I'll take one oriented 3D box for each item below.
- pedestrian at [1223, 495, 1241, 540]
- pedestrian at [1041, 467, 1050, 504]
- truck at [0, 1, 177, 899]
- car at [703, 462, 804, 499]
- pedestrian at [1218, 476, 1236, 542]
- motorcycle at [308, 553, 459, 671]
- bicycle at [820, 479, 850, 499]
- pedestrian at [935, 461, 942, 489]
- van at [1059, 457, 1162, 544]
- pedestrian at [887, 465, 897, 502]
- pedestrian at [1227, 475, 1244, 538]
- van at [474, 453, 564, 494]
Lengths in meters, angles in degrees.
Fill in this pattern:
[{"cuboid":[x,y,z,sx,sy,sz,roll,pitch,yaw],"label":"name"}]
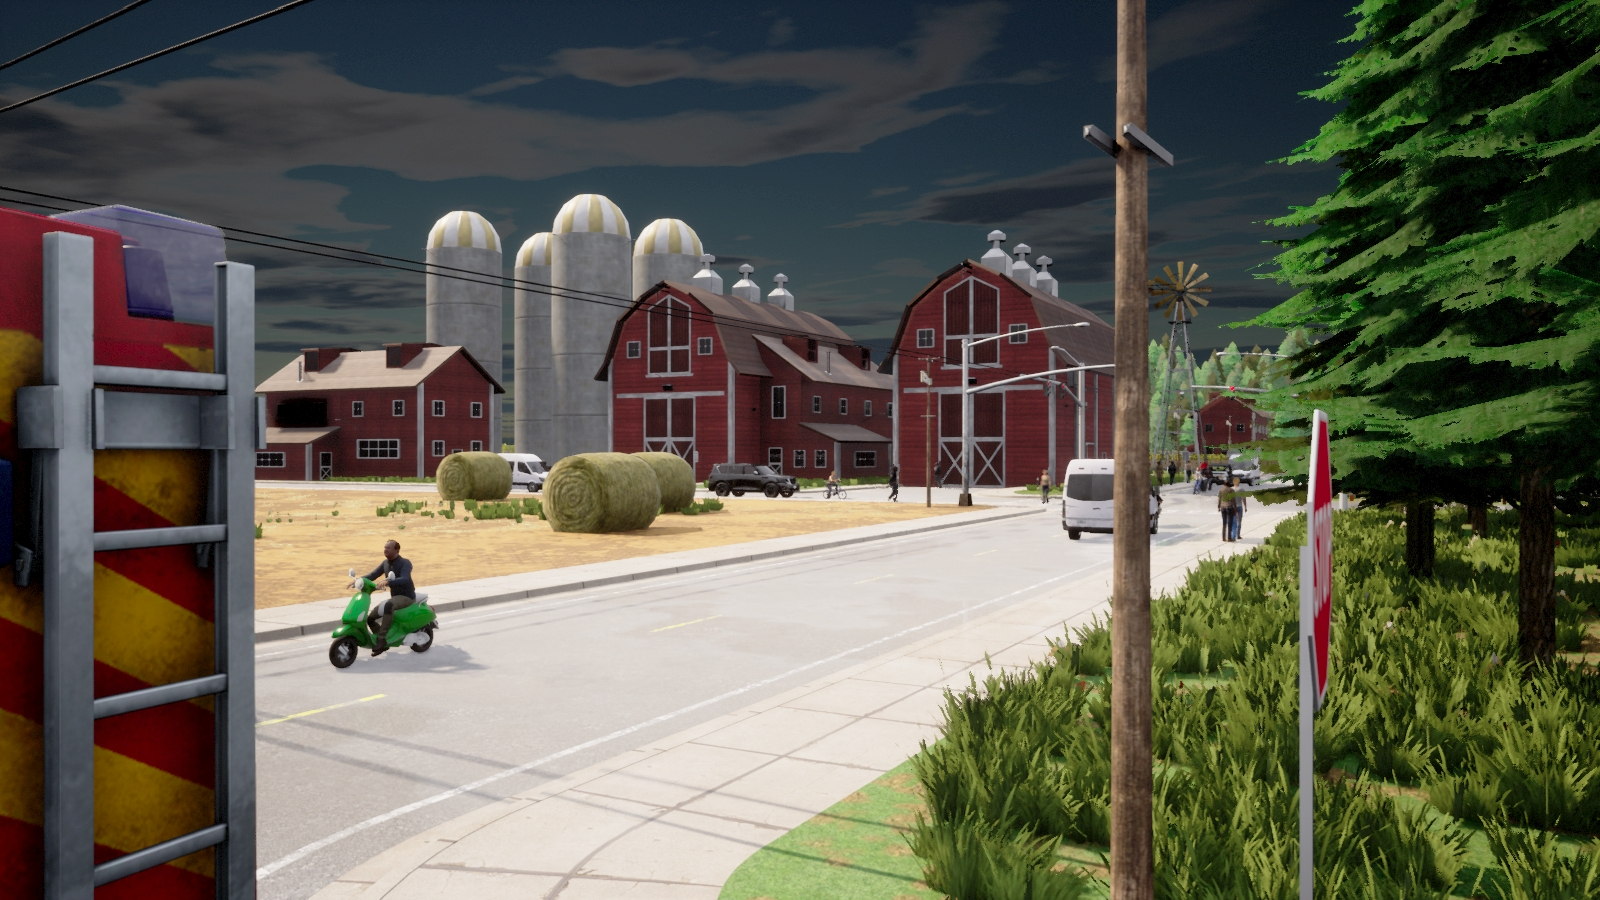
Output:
[{"cuboid":[12.727,1.977,33.658,0.375,1.300,0.375,0,0,43],"label":"pedestrian"},{"cuboid":[12.574,1.825,58.491,0.375,1.860,0.375,0,0,29],"label":"pedestrian"},{"cuboid":[-6.165,0.864,3.522,8.468,3.827,2.891,0,0,24],"label":"truck"},{"cuboid":[-2.760,1.755,67.160,5.566,2.045,2.150,0,0,27],"label":"car"},{"cuboid":[12.351,1.696,33.032,0.375,1.860,0.375,0,0,45],"label":"pedestrian"},{"cuboid":[-5.588,2.143,15.452,0.856,1.316,1.805,0,0,28],"label":"motorcycle"},{"cuboid":[1.964,2.223,64.713,1.487,1.080,0.859,0,0,27],"label":"bicycle"},{"cuboid":[9.454,1.705,78.089,0.375,1.860,0.375,0,0,28],"label":"pedestrian"},{"cuboid":[10.237,1.535,37.287,1.988,2.561,5.915,0,0,28],"label":"van"},{"cuboid":[4.648,1.673,57.556,0.375,1.860,0.375,0,0,31],"label":"pedestrian"},{"cuboid":[13.042,1.695,34.213,0.375,1.860,0.375,0,0,40],"label":"pedestrian"},{"cuboid":[-18.548,1.498,75.333,5.915,2.561,1.988,0,1,27],"label":"van"}]
